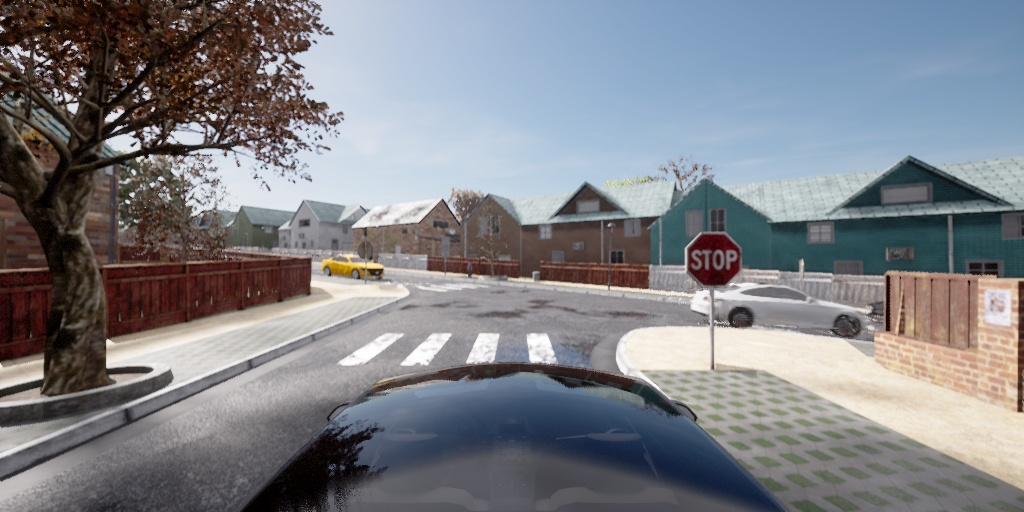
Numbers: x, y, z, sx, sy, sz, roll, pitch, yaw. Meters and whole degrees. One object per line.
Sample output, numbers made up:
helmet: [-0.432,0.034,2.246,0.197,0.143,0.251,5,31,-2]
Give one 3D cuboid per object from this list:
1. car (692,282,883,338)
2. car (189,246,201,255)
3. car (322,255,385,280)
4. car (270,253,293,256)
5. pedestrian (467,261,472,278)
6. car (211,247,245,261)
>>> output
car: [8.376,1.607,11.541,4.674,1.442,1.812,3,-1,9]
car: [-42.132,-0.601,47.071,4.674,1.442,1.812,2,0,32]
car: [-10.555,0.685,23.812,5.008,1.535,1.882,3,0,32]
car: [-18.498,0.464,28.816,4.718,1.301,1.895,2,0,32]
pedestrian: [-3.061,0.928,26.016,0.375,1.300,0.375,-1,-4,32]
car: [-27.176,-0.028,34.292,5.008,1.535,1.882,2,0,33]
